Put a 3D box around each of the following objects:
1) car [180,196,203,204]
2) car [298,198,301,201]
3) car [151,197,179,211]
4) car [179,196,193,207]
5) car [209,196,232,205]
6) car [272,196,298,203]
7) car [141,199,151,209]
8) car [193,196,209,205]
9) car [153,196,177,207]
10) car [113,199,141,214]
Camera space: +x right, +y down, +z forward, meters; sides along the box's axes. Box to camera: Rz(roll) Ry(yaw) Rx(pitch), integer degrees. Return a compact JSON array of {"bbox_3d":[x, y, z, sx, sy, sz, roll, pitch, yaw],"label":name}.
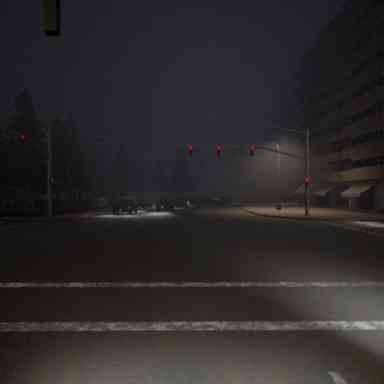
[{"bbox_3d":[-0.017,1.489,63.068,2.128,1.511,4.902,0,0,32],"label":"car"},{"bbox_3d":[21.719,1.522,73.385,4.902,1.511,2.128,0,0,-22],"label":"car"},{"bbox_3d":[-3.213,1.490,40.569,2.128,1.511,4.902,0,0,4],"label":"car"},{"bbox_3d":[-1.897,1.545,50.298,2.033,1.411,5.357,0,0,15],"label":"car"},{"bbox_3d":[5.438,1.489,58.279,2.128,1.511,4.902,0,0,29],"label":"car"},{"bbox_3d":[18.512,1.475,67.484,5.008,1.535,1.882,0,0,-33],"label":"car"},{"bbox_3d":[-6.404,1.599,44.064,1.895,1.301,4.718,0,0,6],"label":"car"},{"bbox_3d":[1.996,1.598,59.525,1.895,1.301,4.718,0,0,31],"label":"car"},{"bbox_3d":[-4.275,1.489,53.907,2.128,1.511,4.902,0,0,20],"label":"car"},{"bbox_3d":[-6.950,1.524,34.986,1.812,1.442,4.674,0,0,2],"label":"car"}]
